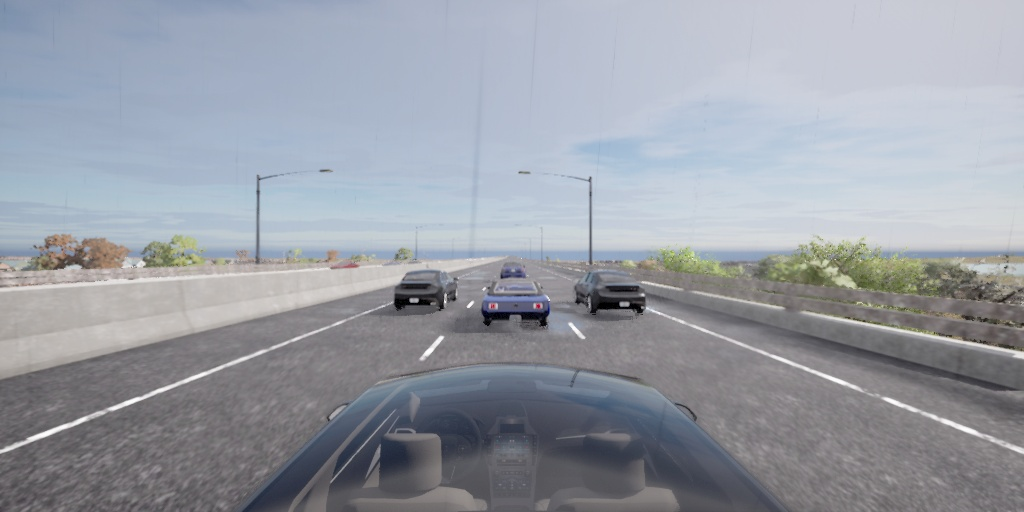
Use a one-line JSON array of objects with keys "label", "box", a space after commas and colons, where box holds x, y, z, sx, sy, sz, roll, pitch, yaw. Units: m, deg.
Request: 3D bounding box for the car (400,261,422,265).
[{"label": "car", "box": [-14.026, 1.454, 51.560, 1.837, 1.490, 4.892, 0, -1, 0]}]

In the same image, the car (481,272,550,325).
[{"label": "car", "box": [0.100, 1.392, 11.900, 1.895, 1.301, 4.718, 0, 0, 0]}]

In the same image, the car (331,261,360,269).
[{"label": "car", "box": [-21.073, 1.400, 45.491, 1.882, 1.535, 5.008, 0, 0, 0]}]

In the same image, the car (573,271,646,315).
[{"label": "car", "box": [3.598, 1.303, 13.876, 1.837, 1.490, 4.892, 0, 0, 0]}]

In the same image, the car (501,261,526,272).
[{"label": "car", "box": [0.096, 1.218, 30.903, 2.097, 1.767, 4.553, 0, 0, 0]}]

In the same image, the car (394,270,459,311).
[{"label": "car", "box": [-3.402, 1.307, 14.875, 1.837, 1.490, 4.892, 0, 0, 0]}]

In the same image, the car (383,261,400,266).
[{"label": "car", "box": [-17.512, 1.500, 53.055, 2.033, 1.411, 5.357, 0, 0, 0]}]
